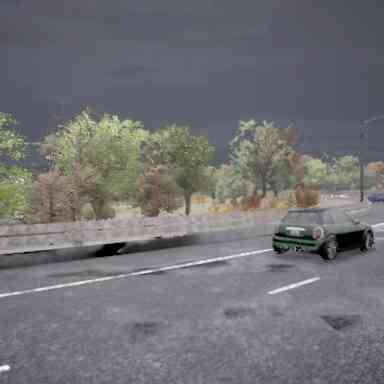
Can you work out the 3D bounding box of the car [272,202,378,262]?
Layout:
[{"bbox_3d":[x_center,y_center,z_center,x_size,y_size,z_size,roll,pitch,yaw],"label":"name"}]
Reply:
[{"bbox_3d":[5.060,1.391,12.627,4.553,1.767,2.097,0,0,-42],"label":"car"}]

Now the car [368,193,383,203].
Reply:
[{"bbox_3d":[37.612,1.269,67.706,2.150,2.045,5.566,0,0,11],"label":"car"}]
